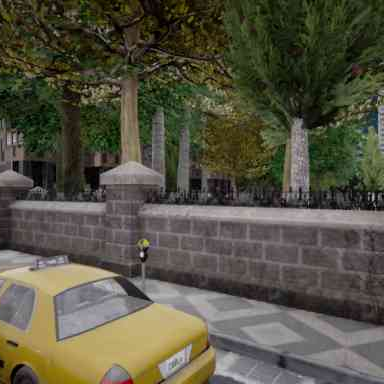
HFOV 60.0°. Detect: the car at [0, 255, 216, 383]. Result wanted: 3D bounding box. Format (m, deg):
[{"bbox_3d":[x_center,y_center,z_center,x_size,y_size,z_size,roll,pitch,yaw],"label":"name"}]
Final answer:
[{"bbox_3d":[-2.027,1.525,4.404,4.829,1.417,1.752,0,0,35],"label":"car"}]
